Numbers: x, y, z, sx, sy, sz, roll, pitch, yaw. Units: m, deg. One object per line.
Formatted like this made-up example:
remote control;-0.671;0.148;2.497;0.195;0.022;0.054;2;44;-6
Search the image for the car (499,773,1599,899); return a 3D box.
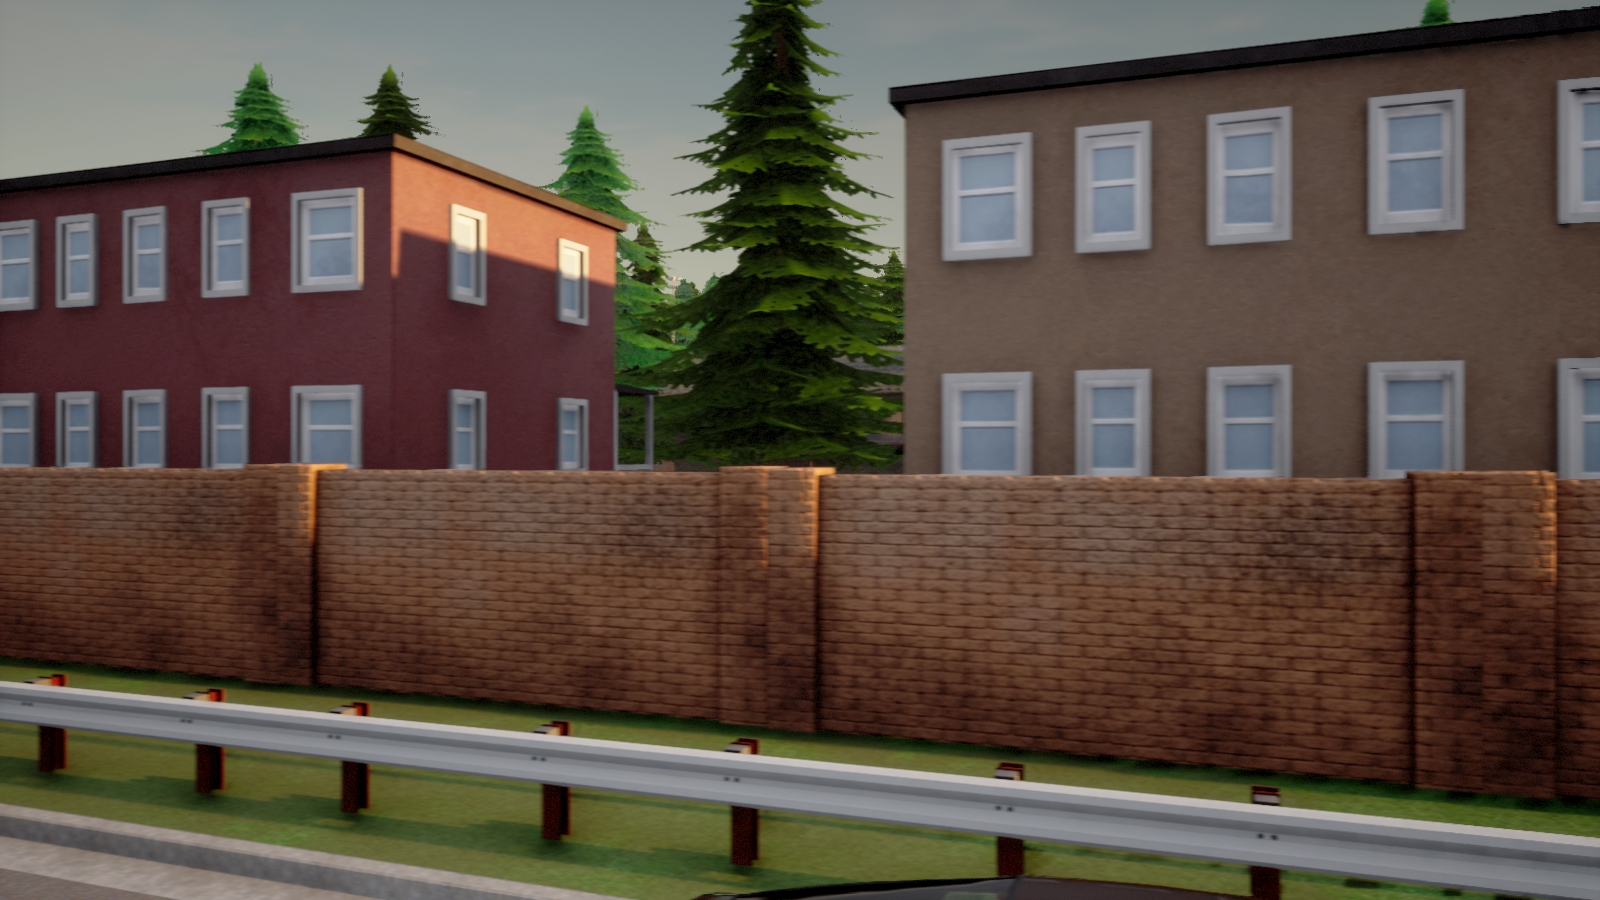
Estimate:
car;1.385;2.039;2.798;4.514;1.525;2.007;0;0;20
